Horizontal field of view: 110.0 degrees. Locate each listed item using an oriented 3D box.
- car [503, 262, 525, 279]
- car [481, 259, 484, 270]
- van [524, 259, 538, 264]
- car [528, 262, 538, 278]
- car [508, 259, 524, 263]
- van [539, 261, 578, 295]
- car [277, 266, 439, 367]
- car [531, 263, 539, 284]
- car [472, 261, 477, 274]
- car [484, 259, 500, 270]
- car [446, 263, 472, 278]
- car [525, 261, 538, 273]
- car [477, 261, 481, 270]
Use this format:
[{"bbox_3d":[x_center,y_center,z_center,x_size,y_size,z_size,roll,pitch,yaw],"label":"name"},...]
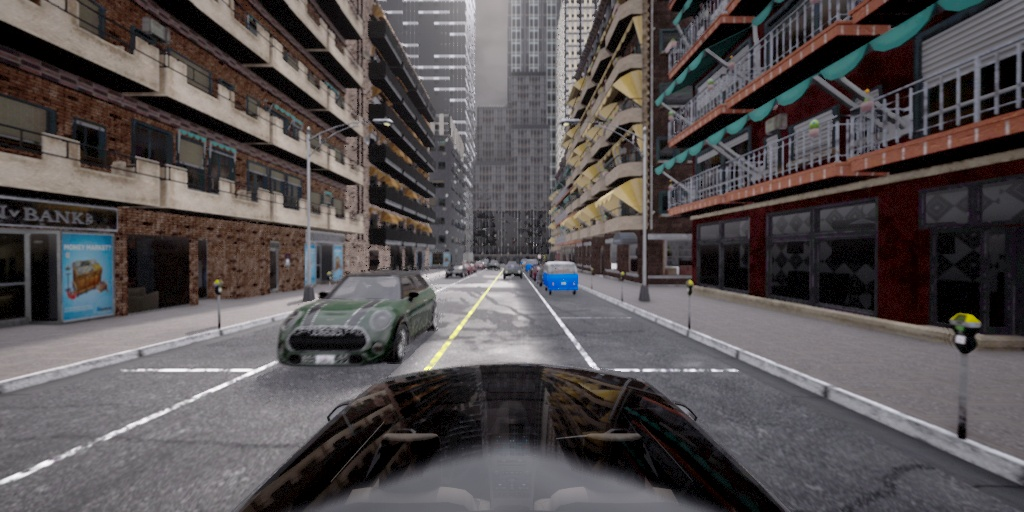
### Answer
[{"bbox_3d":[0.087,1.563,35.986,1.895,1.301,4.718,0,0,0],"label":"car"},{"bbox_3d":[-5.691,1.551,59.660,1.967,1.591,4.097,0,0,0],"label":"car"},{"bbox_3d":[2.689,1.381,48.427,1.690,1.789,3.998,0,0,0],"label":"van"},{"bbox_3d":[2.689,1.480,31.622,1.888,1.381,4.507,0,0,0],"label":"car"},{"bbox_3d":[0.086,1.382,46.845,2.097,1.767,4.553,0,0,0],"label":"car"},{"bbox_3d":[2.689,1.206,20.418,1.690,1.789,3.998,0,0,0],"label":"van"},{"bbox_3d":[-3.101,1.142,8.200,2.097,1.767,4.553,0,0,0],"label":"car"},{"bbox_3d":[2.690,1.450,26.020,2.007,1.370,4.403,0,0,0],"label":"car"},{"bbox_3d":[-5.692,1.550,42.855,1.888,1.381,4.507,0,0,0],"label":"car"},{"bbox_3d":[-3.042,1.462,59.583,2.097,1.767,4.553,0,0,0],"label":"car"},{"bbox_3d":[-5.692,1.536,37.252,1.948,1.339,4.313,0,0,0],"label":"car"},{"bbox_3d":[2.689,1.535,37.223,1.948,1.339,4.313,0,0,0],"label":"car"},{"bbox_3d":[-5.691,1.622,48.456,1.802,1.307,4.207,0,0,0],"label":"car"}]
